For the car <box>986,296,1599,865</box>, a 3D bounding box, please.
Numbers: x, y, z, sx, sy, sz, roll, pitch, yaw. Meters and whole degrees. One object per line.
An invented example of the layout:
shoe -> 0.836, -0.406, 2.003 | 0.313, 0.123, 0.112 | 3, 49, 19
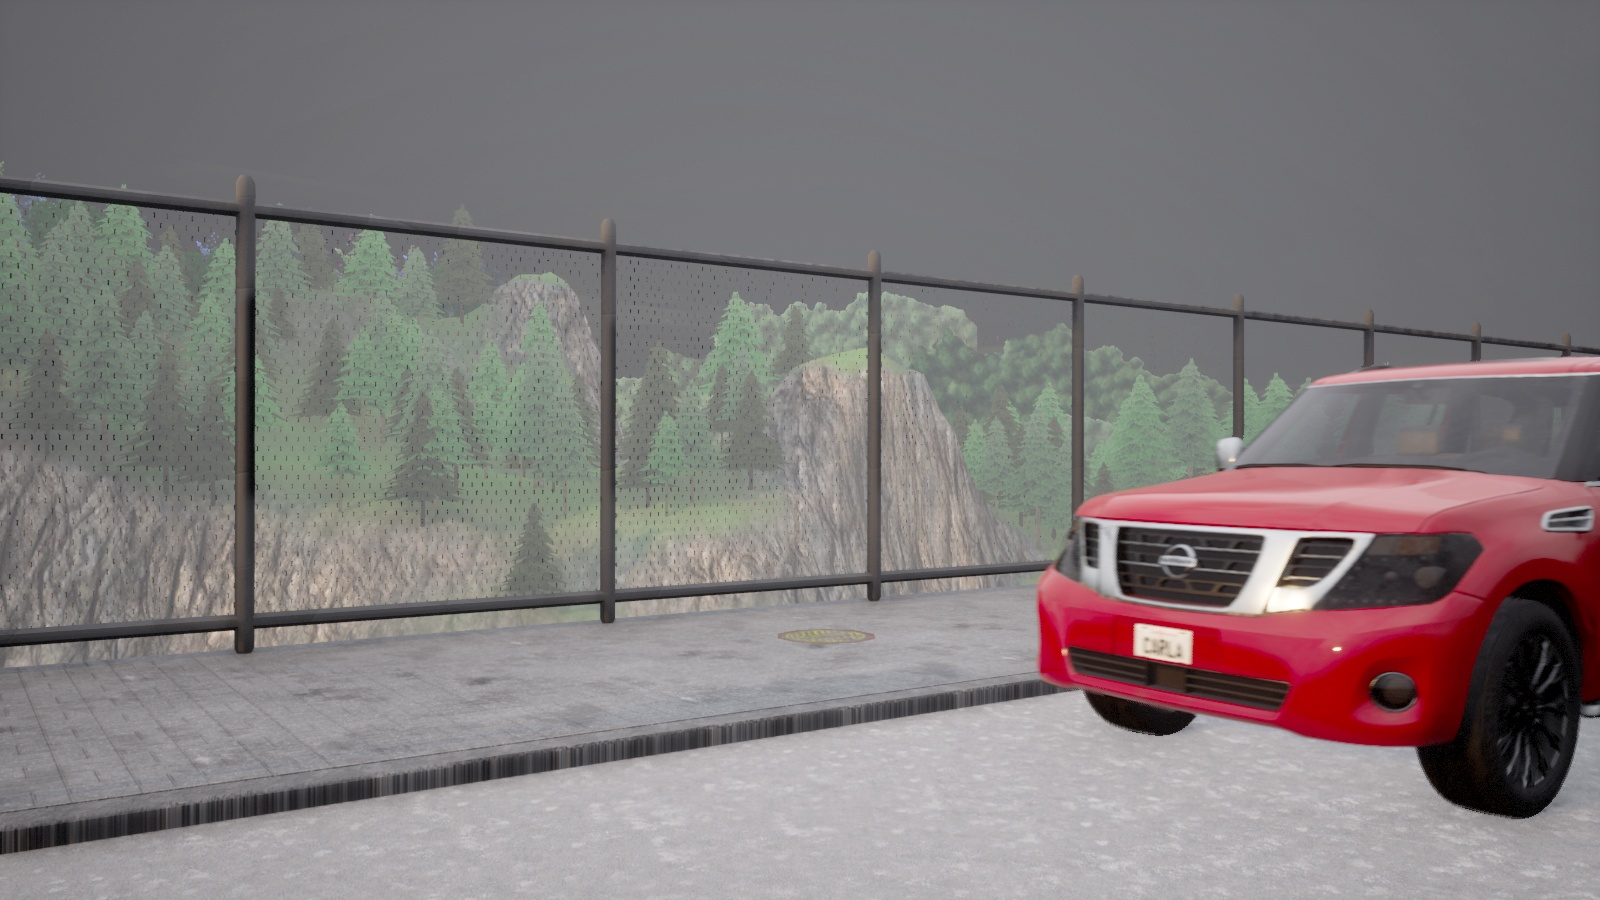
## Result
car -> 3.833, 0.473, 6.983 | 5.566, 2.045, 2.150 | 0, 0, -35
